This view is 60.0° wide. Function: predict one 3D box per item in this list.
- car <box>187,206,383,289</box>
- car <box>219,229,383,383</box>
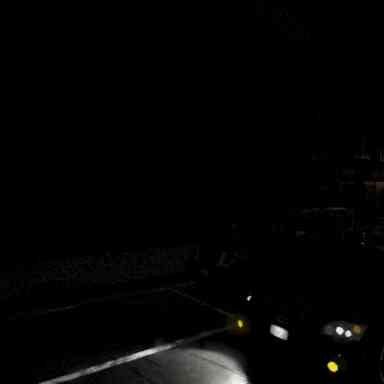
[{"bbox_3d":[2.308,1.314,8.179,5.009,1.841,2.192,0,0,-35],"label":"car"},{"bbox_3d":[2.712,1.563,5.296,4.181,1.385,1.994,0,0,-35],"label":"car"}]
